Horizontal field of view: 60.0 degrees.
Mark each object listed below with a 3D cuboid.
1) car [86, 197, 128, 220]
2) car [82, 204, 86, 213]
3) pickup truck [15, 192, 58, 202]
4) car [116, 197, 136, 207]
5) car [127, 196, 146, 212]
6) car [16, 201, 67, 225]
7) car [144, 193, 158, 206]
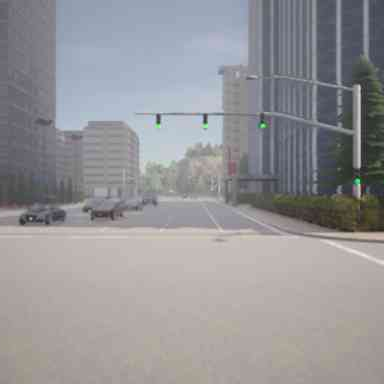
[{"bbox_3d":[-7.076,1.474,28.202,1.882,1.535,5.008,0,0,0],"label":"car"},{"bbox_3d":[-10.510,1.543,36.945,2.033,1.411,5.357,0,0,1],"label":"car"},{"bbox_3d":[-23.434,1.056,50.176,2.390,2.098,6.274,0,0,31],"label":"pickup truck"},{"bbox_3d":[-10.334,1.541,52.720,2.033,1.411,5.357,0,0,1],"label":"car"},{"bbox_3d":[-6.987,1.520,39.265,1.812,1.442,4.674,0,0,1],"label":"car"},{"bbox_3d":[-10.606,1.563,23.905,1.994,1.385,4.181,0,0,0],"label":"car"},{"bbox_3d":[-6.813,1.209,54.364,2.150,2.045,5.566,0,1,1],"label":"car"}]
